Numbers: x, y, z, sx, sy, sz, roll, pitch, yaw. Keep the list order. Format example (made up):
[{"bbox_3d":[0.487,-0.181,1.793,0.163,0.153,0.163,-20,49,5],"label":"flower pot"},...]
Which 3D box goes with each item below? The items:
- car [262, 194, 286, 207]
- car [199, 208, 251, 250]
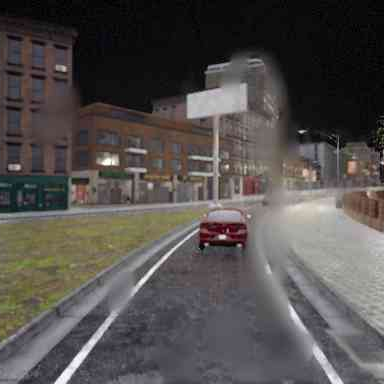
[{"bbox_3d":[9.577,0.915,38.723,1.994,1.385,4.181,0,2,27],"label":"car"},{"bbox_3d":[1.467,1.397,14.086,1.882,1.535,5.008,0,1,9],"label":"car"}]
